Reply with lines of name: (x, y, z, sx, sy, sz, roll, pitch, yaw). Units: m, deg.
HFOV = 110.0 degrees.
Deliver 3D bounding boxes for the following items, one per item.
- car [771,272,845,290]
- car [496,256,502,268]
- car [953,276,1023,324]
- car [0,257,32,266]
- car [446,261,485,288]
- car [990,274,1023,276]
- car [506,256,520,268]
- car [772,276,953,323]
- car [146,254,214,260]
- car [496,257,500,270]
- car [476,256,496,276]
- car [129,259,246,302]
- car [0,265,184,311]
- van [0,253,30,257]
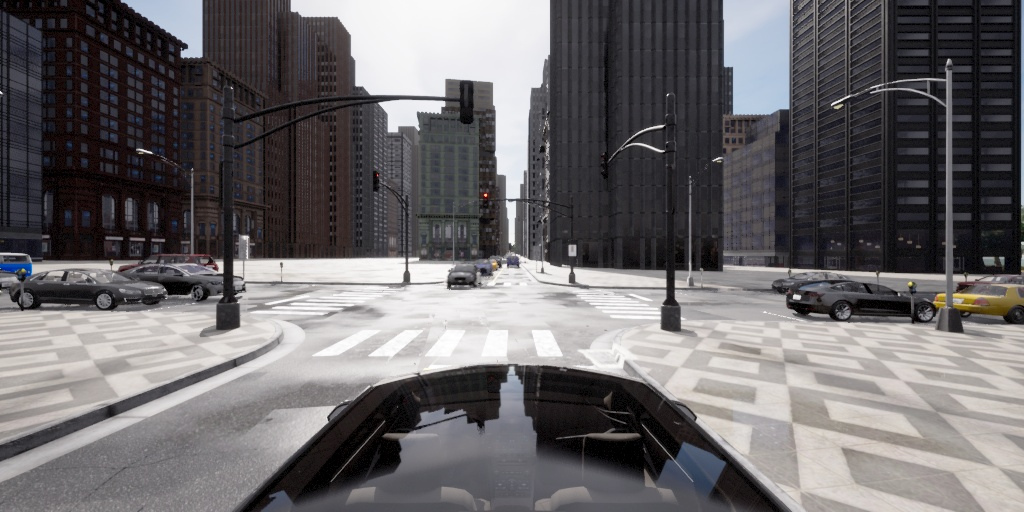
car: (17.812, 1.591, 21.175, 4.403, 1.370, 2.007, 0, 0, 0)
car: (-2.944, 0.975, 62.836, 2.150, 2.045, 5.566, 0, 0, 1)
car: (17.957, 1.571, 12.649, 4.829, 1.417, 1.751, 0, 0, 0)
car: (-24.028, 0.929, 15.389, 4.902, 1.511, 2.128, 1, 0, 0)
car: (-3.063, 1.256, 23.580, 1.837, 1.490, 4.892, 0, 0, 0)
car: (29.098, 1.766, 21.154, 4.507, 1.381, 1.888, 0, 0, 0)
car: (0.199, 0.974, 62.675, 2.150, 2.045, 5.566, 0, 0, 0)
car: (12.145, 1.524, 12.660, 4.313, 1.339, 1.948, 0, 0, 0)
car: (-20.195, 0.799, 21.150, 5.009, 1.841, 2.192, 0, 0, 0)
car: (-3.015, 1.228, 49.390, 1.882, 1.535, 5.008, 0, 0, 0)
car: (-3.042, 1.102, 36.529, 2.097, 1.767, 4.553, 0, 0, 0)
car: (-14.134, 1.065, 15.358, 4.902, 1.511, 2.128, 1, 0, 1)
car: (-14.763, 1.116, 12.614, 4.403, 1.370, 2.007, 0, 0, 0)
van: (-31.114, 0.680, 21.170, 3.998, 1.789, 1.690, 0, 0, 0)
